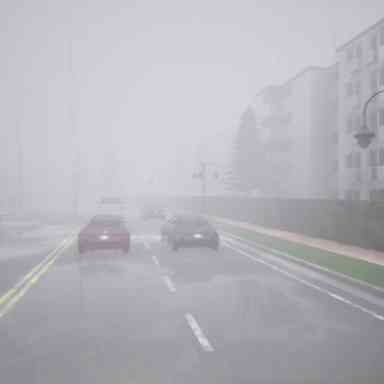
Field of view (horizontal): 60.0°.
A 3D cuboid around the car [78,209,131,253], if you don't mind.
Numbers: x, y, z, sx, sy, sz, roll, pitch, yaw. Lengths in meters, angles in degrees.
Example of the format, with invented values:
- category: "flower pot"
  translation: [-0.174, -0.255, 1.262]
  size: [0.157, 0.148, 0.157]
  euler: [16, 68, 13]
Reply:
- category: "car"
  translation: [-3.624, 1.631, 14.042]
  size: [1.994, 1.385, 4.181]
  euler: [1, 0, -13]

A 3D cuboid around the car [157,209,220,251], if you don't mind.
- category: "car"
  translation: [-0.211, 1.677, 14.814]
  size: [1.994, 1.385, 4.181]
  euler: [1, 0, -13]

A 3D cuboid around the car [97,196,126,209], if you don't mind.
- category: "car"
  translation: [-6.879, 1.357, 28.416]
  size: [2.150, 2.045, 5.566]
  euler: [1, 0, -13]

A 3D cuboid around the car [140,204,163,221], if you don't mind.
- category: "car"
  translation: [-3.467, 1.733, 29.173]
  size: [2.033, 1.411, 5.357]
  euler: [1, 0, -13]

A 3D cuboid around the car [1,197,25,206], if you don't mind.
- category: "car"
  translation: [-31.008, 1.593, 57.560]
  size: [4.892, 1.490, 1.837]
  euler: [1, -1, 32]
